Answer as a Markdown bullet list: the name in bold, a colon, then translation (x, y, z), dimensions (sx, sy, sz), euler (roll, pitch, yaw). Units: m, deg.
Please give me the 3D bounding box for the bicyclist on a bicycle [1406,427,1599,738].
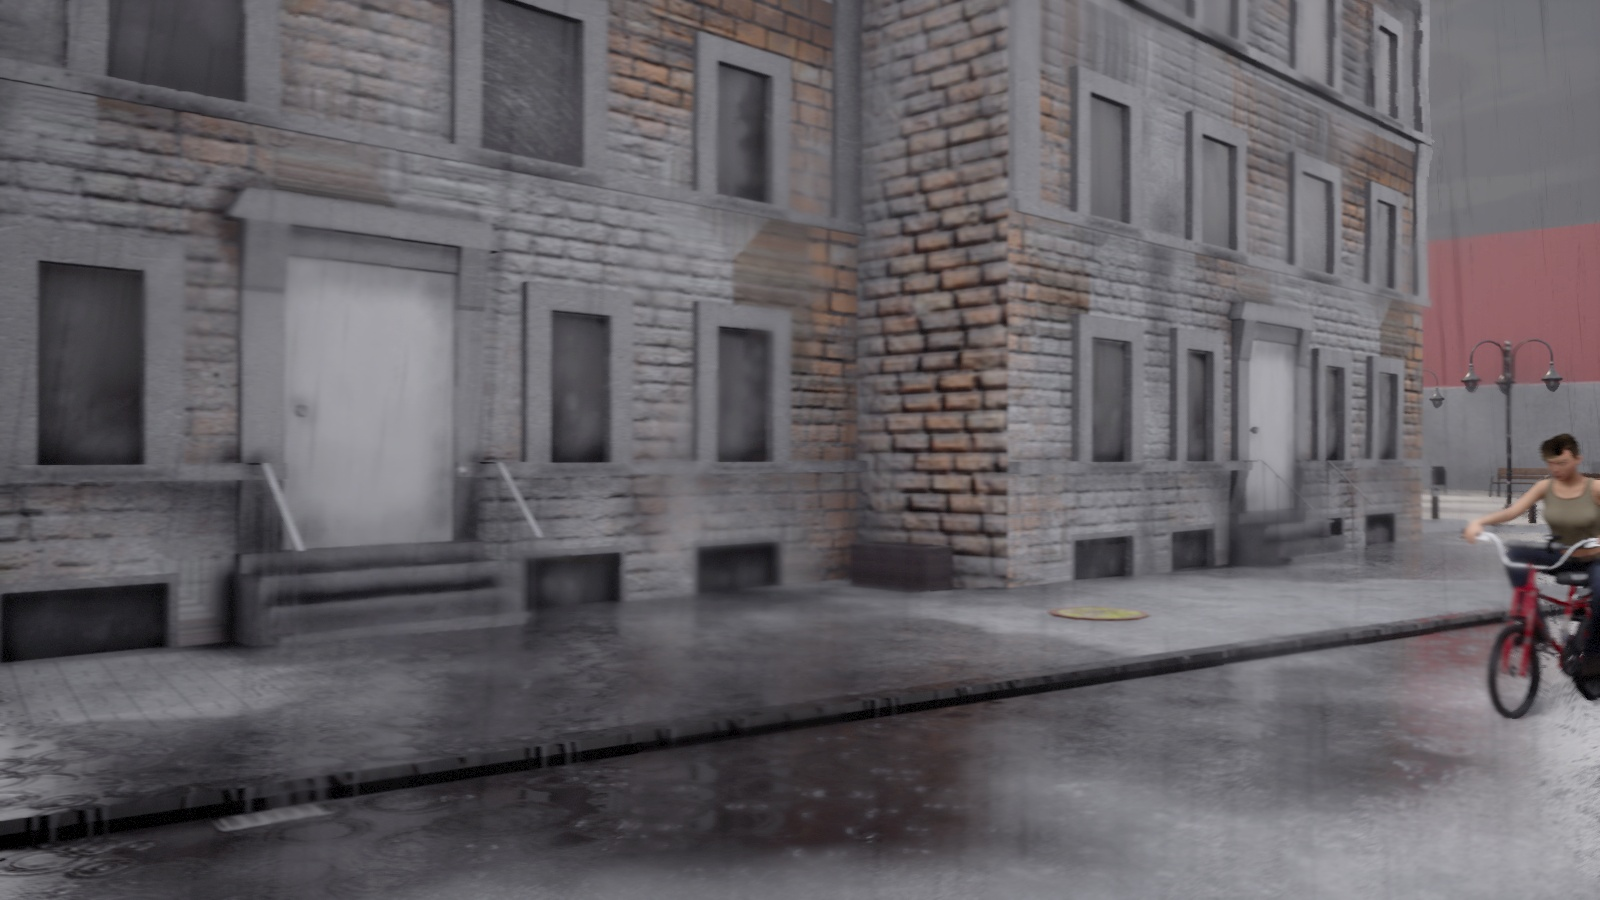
- **bicyclist on a bicycle**: translation (4.357, 0.690, 7.295), dimensions (1.509, 1.612, 0.866), euler (0, 0, -35)
